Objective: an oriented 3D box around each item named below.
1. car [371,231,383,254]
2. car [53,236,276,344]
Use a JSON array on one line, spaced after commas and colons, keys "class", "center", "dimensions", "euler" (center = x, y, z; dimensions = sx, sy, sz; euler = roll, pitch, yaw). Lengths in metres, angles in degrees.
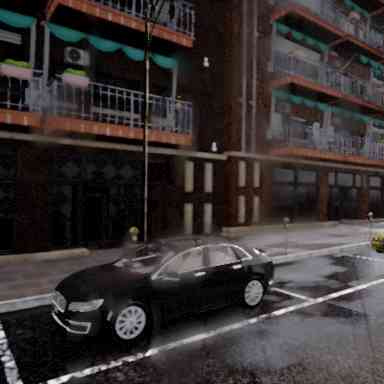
[{"class": "car", "center": [8.645, 1.598, 12.711], "dimensions": [4.829, 1.417, 1.752], "euler": [0, 1, -35]}, {"class": "car", "center": [-0.284, 1.568, 6.344], "dimensions": [4.403, 1.369, 2.008], "euler": [0, 1, -35]}]
